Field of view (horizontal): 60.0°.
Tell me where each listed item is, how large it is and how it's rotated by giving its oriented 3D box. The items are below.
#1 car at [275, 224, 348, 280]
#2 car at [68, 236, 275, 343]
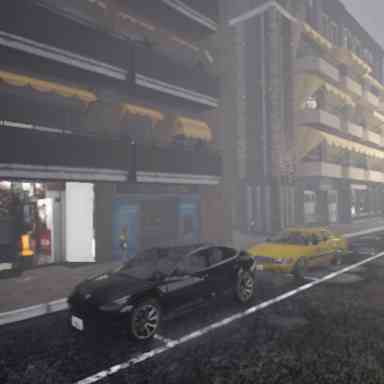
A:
[{"bbox_3d":[3.507,1.752,10.835,1.752,1.417,4.829,-2,-2,44],"label":"car"},{"bbox_3d":[-0.324,1.750,6.917,1.947,1.339,4.313,-2,-2,44],"label":"car"}]
